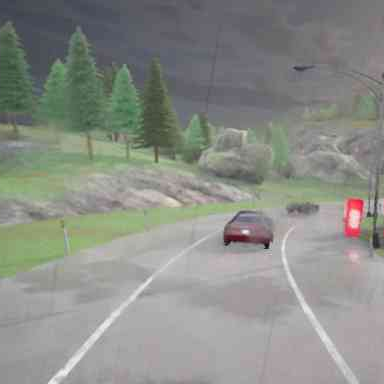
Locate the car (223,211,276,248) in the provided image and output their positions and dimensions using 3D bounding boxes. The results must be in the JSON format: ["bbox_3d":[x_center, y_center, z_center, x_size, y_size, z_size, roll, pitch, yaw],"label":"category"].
[{"bbox_3d":[2.707,1.544,15.133,1.994,1.385,4.181,2,1,17],"label":"car"}]

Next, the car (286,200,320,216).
[{"bbox_3d":[10.541,1.441,31.267,1.895,1.301,4.718,4,3,35],"label":"car"}]

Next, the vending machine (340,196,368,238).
[{"bbox_3d":[8.950,1.364,18.467,1.100,2.100,0.880,7,8,22],"label":"vending machine"}]
